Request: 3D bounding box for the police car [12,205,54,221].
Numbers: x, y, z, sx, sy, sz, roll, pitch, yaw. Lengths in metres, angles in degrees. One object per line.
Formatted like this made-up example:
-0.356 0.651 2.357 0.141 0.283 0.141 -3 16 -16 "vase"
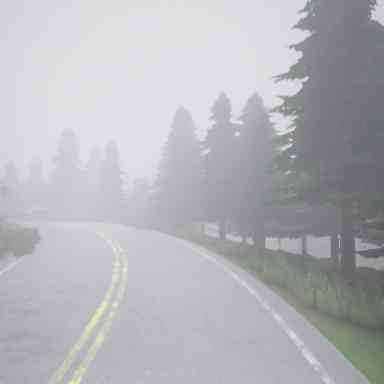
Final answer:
-16.476 2.180 34.142 5.238 1.638 1.930 -4 -7 30 "police car"
